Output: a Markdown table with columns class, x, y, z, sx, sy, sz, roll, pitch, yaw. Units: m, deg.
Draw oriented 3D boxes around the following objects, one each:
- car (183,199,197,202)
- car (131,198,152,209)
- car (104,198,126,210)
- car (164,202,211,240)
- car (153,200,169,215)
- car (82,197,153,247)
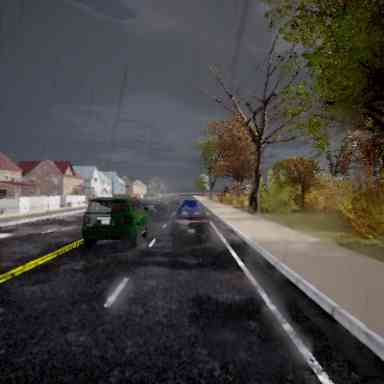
| class | x | y | z | sx | sy | sz | roll | pitch | yaw |
| --- | --- | --- | --- | --- | --- | --- | --- | --- | --- |
| car | -0.220 | 1.500 | 35.357 | 1.882 | 1.535 | 5.008 | 0 | 0 | -1 |
| car | -6.933 | 1.590 | 46.254 | 2.033 | 1.411 | 5.357 | 0 | 0 | 0 |
| car | -10.184 | 1.567 | 44.139 | 1.812 | 1.442 | 4.674 | 0 | 0 | 0 |
| car | -0.050 | 1.498 | 16.937 | 2.128 | 1.511 | 4.902 | 0 | 0 | -1 |
| car | -3.454 | 1.515 | 33.556 | 2.128 | 1.511 | 4.902 | 0 | 0 | -1 |
| car | -3.285 | 1.230 | 15.224 | 2.150 | 2.045 | 5.566 | 0 | 0 | -1 |
